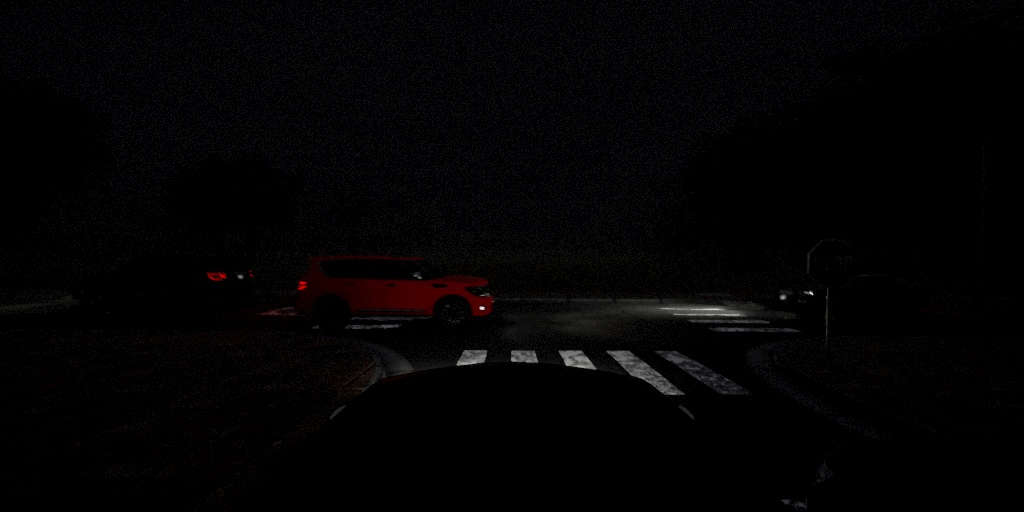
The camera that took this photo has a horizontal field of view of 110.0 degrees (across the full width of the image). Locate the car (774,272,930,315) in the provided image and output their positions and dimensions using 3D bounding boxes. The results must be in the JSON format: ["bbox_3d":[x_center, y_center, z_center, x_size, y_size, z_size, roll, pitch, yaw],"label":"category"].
[{"bbox_3d":[12.822,1.342,13.692,4.902,1.511,2.128,1,1,0],"label":"car"}]

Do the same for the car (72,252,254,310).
[{"bbox_3d":[-13.013,0.868,13.644,5.566,2.045,2.150,0,1,0],"label":"car"}]

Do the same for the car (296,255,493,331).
[{"bbox_3d":[-3.354,0.977,10.719,5.566,2.045,2.150,0,1,0],"label":"car"}]

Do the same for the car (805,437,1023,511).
[{"bbox_3d":[2.639,1.301,0.391,2.007,1.370,4.403,0,0,0],"label":"car"}]

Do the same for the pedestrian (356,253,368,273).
[{"bbox_3d":[-6.895,0.757,16.561,0.375,1.860,0.375,0,1,0],"label":"pedestrian"}]
